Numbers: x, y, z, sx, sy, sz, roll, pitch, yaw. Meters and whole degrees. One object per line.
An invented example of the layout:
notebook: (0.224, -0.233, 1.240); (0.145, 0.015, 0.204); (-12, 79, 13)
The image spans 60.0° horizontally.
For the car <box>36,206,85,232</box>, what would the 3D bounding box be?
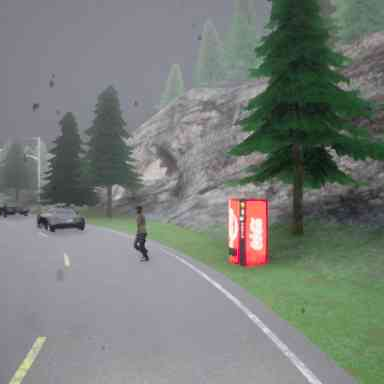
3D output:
car: (-8.003, 1.552, 20.087); (1.994, 1.385, 4.181); (0, 0, -37)

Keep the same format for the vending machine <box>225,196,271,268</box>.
vending machine: (1.724, 1.189, 10.326); (1.100, 2.100, 0.880); (0, 0, -18)

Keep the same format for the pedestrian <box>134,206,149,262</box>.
pedestrian: (-1.611, 1.288, 10.545); (0.375, 1.860, 0.375); (0, 0, -21)

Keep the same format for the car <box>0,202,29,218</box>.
car: (-16.526, 1.583, 30.455); (1.895, 1.301, 4.718); (0, 0, -40)
